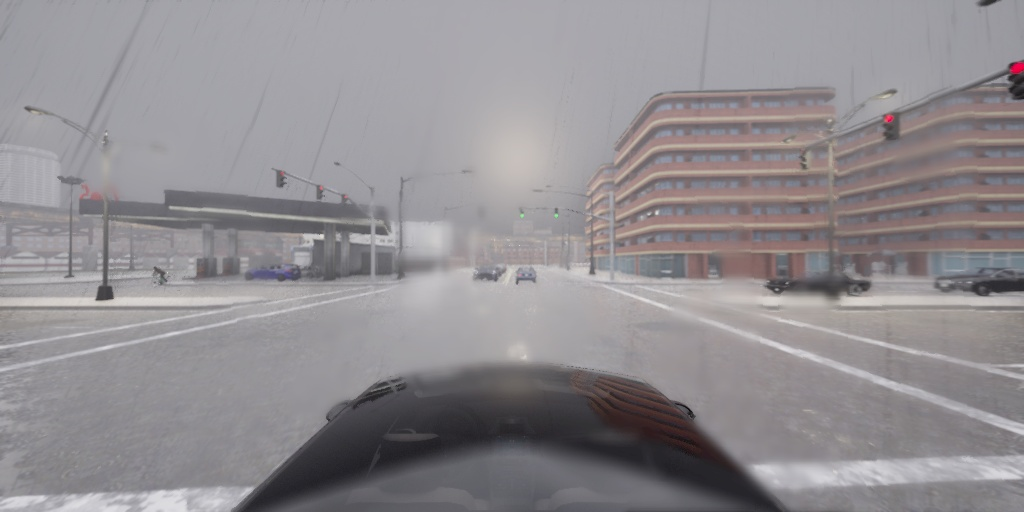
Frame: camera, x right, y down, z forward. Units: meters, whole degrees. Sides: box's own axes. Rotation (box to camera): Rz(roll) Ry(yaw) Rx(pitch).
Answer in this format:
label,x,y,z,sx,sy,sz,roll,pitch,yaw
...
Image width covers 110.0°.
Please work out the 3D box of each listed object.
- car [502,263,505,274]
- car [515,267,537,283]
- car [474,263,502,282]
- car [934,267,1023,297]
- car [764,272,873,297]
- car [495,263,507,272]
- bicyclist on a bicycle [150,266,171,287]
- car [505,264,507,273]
label,x,y,z,sx,sy,sz,roll,pitch,yaw
car,-2.256,1.868,44.362,1.994,1.385,4.181,0,-1,1
car,1.253,1.684,32.317,2.033,1.411,5.357,0,-1,1
car,-2.397,1.535,34.864,2.097,1.767,4.553,0,-1,1
car,26.065,1.371,19.470,4.902,1.511,2.128,0,-1,2
car,16.732,1.520,19.761,4.718,1.301,1.895,0,-1,-2
car,-1.923,2.046,65.122,1.882,1.535,5.008,0,-1,1
bicyclist on a bicycle,-28.437,1.633,28.902,0.582,1.620,1.656,-10,4,1
car,-2.056,1.960,54.637,1.812,1.442,4.674,0,-1,1
